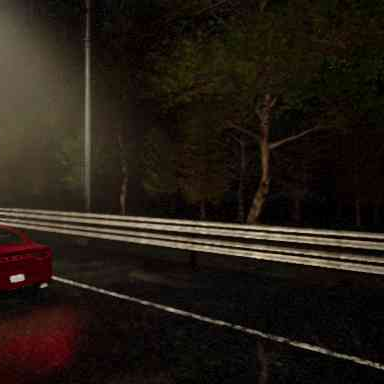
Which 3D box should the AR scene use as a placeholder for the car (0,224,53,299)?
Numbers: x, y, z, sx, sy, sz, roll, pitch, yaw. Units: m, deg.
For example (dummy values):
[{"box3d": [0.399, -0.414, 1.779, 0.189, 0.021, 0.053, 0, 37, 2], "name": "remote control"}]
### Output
[{"box3d": [-5.242, 1.441, 7.626, 5.008, 1.535, 1.882, 0, 0, 36], "name": "car"}]
